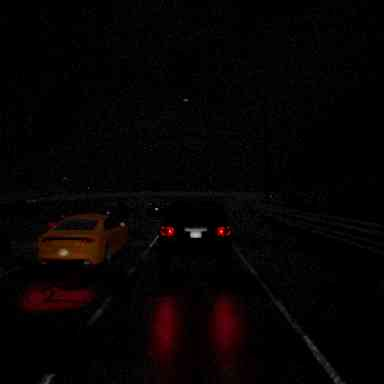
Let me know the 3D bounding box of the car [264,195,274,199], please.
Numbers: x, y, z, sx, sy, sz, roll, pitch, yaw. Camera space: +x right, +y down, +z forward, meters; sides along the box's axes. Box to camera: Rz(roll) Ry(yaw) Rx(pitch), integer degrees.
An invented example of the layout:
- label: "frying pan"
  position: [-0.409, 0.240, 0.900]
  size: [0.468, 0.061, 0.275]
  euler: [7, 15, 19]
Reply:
- label: "car"
  position: [20.588, 1.748, 90.506]
  size: [1.837, 1.490, 4.892]
  euler: [-1, 1, 17]

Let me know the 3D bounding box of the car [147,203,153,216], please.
- label: "car"
  position: [-3.488, 1.679, 34.729]
  size: [1.994, 1.385, 4.181]
  euler: [0, 0, 0]

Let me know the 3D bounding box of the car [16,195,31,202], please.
- label: "car"
  position: [-42.400, 1.823, 82.848]
  size: [2.128, 1.511, 4.902]
  euler: [1, 0, -16]

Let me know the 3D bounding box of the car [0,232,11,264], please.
- label: "car"
  position: [-6.898, 1.522, 9.035]
  size: [2.128, 1.511, 4.902]
  euler: [0, 0, 0]

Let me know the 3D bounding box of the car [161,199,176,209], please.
- label: "car"
  position: [-3.482, 1.781, 50.504]
  size: [1.994, 1.385, 4.181]
  euler: [0, -1, 0]

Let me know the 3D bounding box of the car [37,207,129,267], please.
- label: "car"
  position: [-3.496, 1.516, 11.553]
  size: [1.882, 1.535, 5.008]
  euler: [0, 0, 0]

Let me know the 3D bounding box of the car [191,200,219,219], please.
- label: "car"
  position: [1.329, 1.588, 30.998]
  size: [2.128, 1.511, 4.902]
  euler: [0, 0, 8]

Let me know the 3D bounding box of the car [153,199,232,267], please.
- label: "car"
  position: [0.104, 1.259, 11.648]
  size: [2.150, 2.045, 5.566]
  euler: [0, 0, 0]

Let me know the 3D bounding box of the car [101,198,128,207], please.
- label: "car"
  position: [-6.889, 1.576, 29.774]
  size: [1.882, 1.535, 5.008]
  euler: [0, 0, 0]

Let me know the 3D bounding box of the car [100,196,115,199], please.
- label: "car"
  position: [-20.970, 1.992, 84.898]
  size: [2.150, 2.045, 5.566]
  euler: [0, -1, 0]

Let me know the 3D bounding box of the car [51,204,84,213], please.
- label: "car"
  position: [-10.390, 1.696, 28.919]
  size: [1.895, 1.301, 4.718]
  euler: [0, 0, 0]
